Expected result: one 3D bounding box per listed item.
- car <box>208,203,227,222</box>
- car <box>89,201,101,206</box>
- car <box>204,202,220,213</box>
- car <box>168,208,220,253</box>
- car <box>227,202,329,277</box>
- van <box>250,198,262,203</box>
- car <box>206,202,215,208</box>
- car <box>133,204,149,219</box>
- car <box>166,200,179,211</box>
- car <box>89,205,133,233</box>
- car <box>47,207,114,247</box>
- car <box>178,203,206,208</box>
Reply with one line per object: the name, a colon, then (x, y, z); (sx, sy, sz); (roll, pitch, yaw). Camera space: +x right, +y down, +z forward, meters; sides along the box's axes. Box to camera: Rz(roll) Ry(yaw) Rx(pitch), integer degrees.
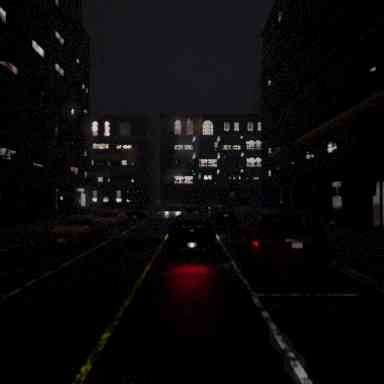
car: (2.578, 1.839, 27.221); (1.947, 1.339, 4.313); (1, -1, 0)
car: (-19.693, 2.387, 63.441); (4.403, 1.369, 2.008); (0, -1, 0)
car: (2.579, 2.023, 43.913); (1.947, 1.339, 4.313); (1, -1, 0)
car: (0.007, 1.649, 14.325); (1.837, 1.490, 4.892); (0, 0, 0)
car: (2.579, 1.418, 10.535); (2.192, 1.841, 5.009); (1, -1, 0)
van: (13.091, 1.969, 63.488); (3.998, 1.788, 1.690); (0, -1, 0)
car: (2.578, 1.878, 32.786); (1.887, 1.381, 4.507); (1, -1, 0)
car: (-5.269, 1.899, 32.762); (1.947, 1.339, 4.313); (1, -1, 0)
car: (-2.748, 1.988, 48.547); (1.882, 1.535, 5.008); (0, -1, 0)
car: (-5.283, 1.738, 21.464); (1.752, 1.417, 4.829); (1, -1, 0)
car: (-5.293, 1.681, 15.900); (1.752, 1.417, 4.829); (1, -1, 0)
car: (0.009, 1.804, 29.320); (1.837, 1.490, 4.892); (0, 0, 0)
